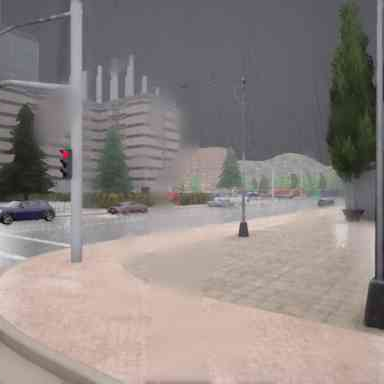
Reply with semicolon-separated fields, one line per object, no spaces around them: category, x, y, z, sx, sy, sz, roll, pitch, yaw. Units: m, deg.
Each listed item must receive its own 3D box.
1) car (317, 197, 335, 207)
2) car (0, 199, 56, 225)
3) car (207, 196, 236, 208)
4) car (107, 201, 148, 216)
car;21.211;1.525;52.581;1.812;1.442;4.674;0;0;36
car;-12.505;1.351;24.388;2.097;1.767;4.553;0;0;36
car;4.086;1.600;47.171;1.895;1.301;4.718;0;0;36
car;-6.296;1.563;32.943;1.994;1.385;4.181;0;0;36
